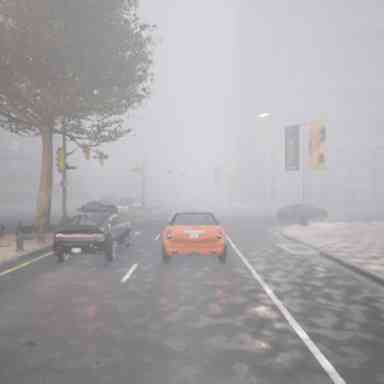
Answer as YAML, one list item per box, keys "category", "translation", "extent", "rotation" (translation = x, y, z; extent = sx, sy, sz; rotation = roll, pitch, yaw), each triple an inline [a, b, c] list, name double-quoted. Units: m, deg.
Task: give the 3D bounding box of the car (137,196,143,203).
- category: "car"
  translation: [-11.496, 1.608, 71.499]
  extent: [2.128, 1.511, 4.902]
  rotation: [0, 0, 0]

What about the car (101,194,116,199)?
- category: "car"
  translation: [-14.999, 1.357, 60.029]
  extent: [2.150, 2.045, 5.566]
  rotation: [0, 0, 0]

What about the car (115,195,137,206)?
- category: "car"
  translation: [-11.520, 1.623, 58.363]
  extent: [2.128, 1.511, 4.902]
  rotation: [0, 0, 0]

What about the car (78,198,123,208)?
- category: "car"
  translation: [-8.713, 1.574, 30.393]
  extent: [4.892, 1.490, 1.837]
  rotation: [0, -2, 43]

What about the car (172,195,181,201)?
- category: "car"
  translation: [-3.901, 1.545, 84.657]
  extent: [2.033, 1.411, 5.357]
  rotation: [0, 0, -8]

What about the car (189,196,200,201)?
- category: "car"
  translation: [0.670, 1.655, 84.685]
  extent: [1.994, 1.385, 4.181]
  rotation: [0, 0, 20]

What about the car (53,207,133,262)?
- category: "car"
  translation: [-3.417, 1.520, 12.279]
  extent: [2.128, 1.511, 4.902]
  rotation: [0, 0, 0]

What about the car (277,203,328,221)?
- category: "car"
  translation: [9.301, 1.627, 27.998]
  extent: [4.181, 1.385, 1.994]
  rotation: [0, 0, -17]

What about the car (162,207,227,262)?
- category: "car"
  translation: [0.084, 1.381, 12.439]
  extent: [2.097, 1.767, 4.553]
  rotation: [0, 0, 0]
